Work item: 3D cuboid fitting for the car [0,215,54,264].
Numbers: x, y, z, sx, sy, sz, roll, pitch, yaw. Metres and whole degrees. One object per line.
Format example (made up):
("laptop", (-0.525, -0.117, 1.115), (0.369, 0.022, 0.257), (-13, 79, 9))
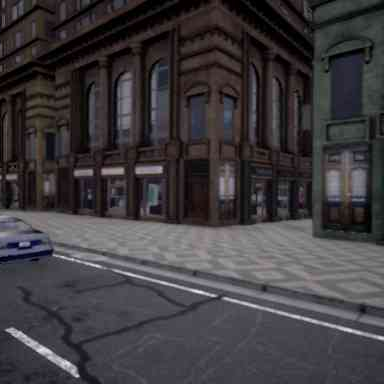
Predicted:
("car", (-6.533, 1.468, 10.768), (5.357, 1.411, 2.033), (0, 0, 40))
